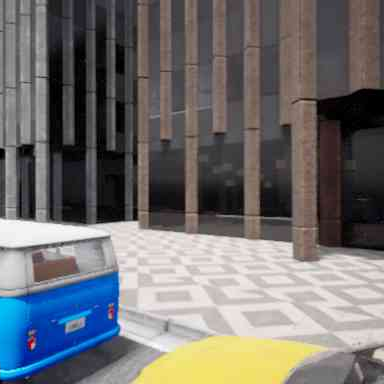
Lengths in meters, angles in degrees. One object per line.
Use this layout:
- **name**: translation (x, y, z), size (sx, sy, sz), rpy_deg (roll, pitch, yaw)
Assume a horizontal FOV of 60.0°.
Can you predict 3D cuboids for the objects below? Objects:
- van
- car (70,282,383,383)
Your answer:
- **van**: translation (-2.893, 1.341, 5.031), size (3.998, 1.788, 1.690), rpy_deg (0, 0, 35)
- **car**: translation (1.558, 1.526, 1.856), size (4.829, 1.417, 1.752), rpy_deg (0, 0, 35)
